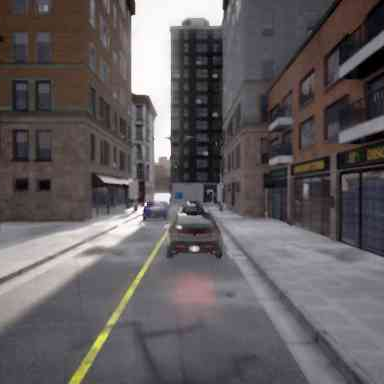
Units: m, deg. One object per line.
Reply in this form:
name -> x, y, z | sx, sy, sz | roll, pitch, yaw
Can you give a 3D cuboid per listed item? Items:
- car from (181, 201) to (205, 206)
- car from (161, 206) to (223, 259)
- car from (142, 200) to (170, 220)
car -> 0.092, 1.449, 27.775 | 1.812, 1.442, 4.674 | 0, 0, 1
car -> 0.084, 1.467, 12.400 | 1.837, 1.490, 4.892 | 0, 0, 0
car -> -2.840, 1.402, 27.028 | 1.882, 1.535, 5.008 | 0, 0, 0
